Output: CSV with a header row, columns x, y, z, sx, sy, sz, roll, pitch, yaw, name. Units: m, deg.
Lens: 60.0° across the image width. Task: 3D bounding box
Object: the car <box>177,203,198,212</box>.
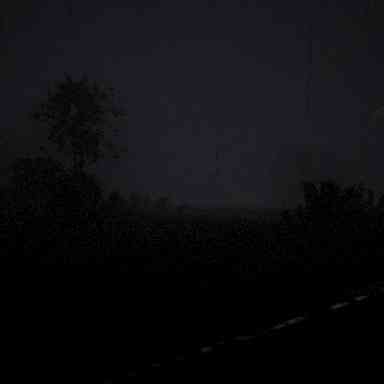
x,y,z,sx,sy,sz,roll,pitch,yaw,name
-0.839,2.420,52.737,1.994,1.385,4.181,2,-2,-35,car
